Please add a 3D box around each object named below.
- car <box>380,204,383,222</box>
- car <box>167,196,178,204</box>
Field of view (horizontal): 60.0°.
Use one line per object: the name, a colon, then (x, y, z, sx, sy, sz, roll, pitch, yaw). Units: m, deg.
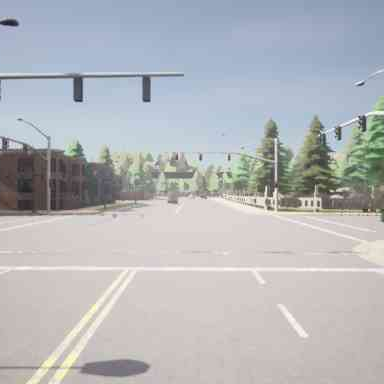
car: (13.263, 1.124, 18.040, 5.566, 2.045, 2.150, 0, 0, 0)
car: (-3.500, 1.562, 61.447, 1.837, 1.490, 4.892, 0, 0, 0)
